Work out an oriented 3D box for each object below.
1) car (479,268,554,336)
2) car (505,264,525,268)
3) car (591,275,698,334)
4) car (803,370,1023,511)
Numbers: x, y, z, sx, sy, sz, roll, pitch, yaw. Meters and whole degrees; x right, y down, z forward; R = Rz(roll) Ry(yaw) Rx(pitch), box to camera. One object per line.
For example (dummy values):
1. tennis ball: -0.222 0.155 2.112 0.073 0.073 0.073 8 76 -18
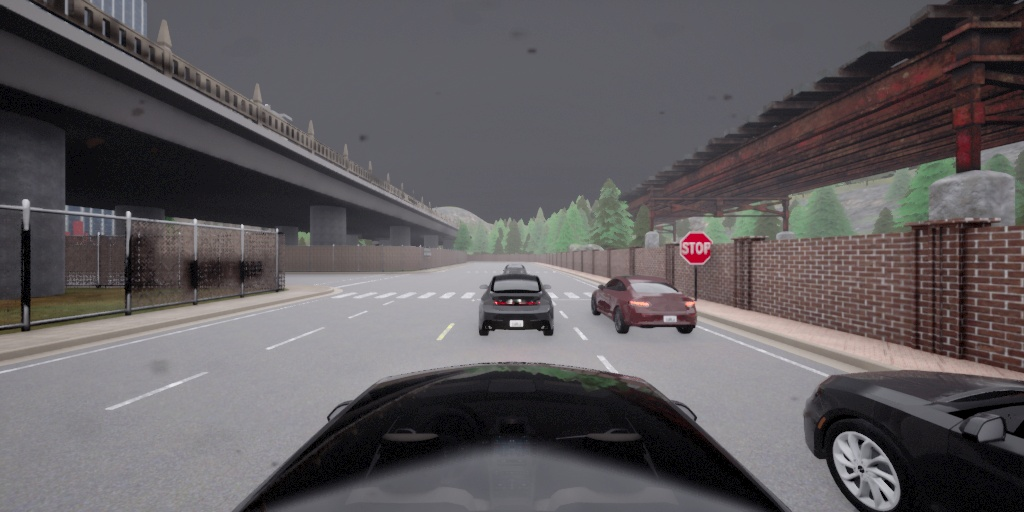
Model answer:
1. car: 0.105 1.254 10.378 1.837 1.490 4.892 0 0 0
2. car: 0.271 1.350 32.491 1.895 1.301 4.718 0 0 0
3. car: 3.626 1.275 10.504 1.812 1.442 4.674 0 0 0
4. car: 3.600 1.255 1.286 1.837 1.490 4.892 0 0 0
